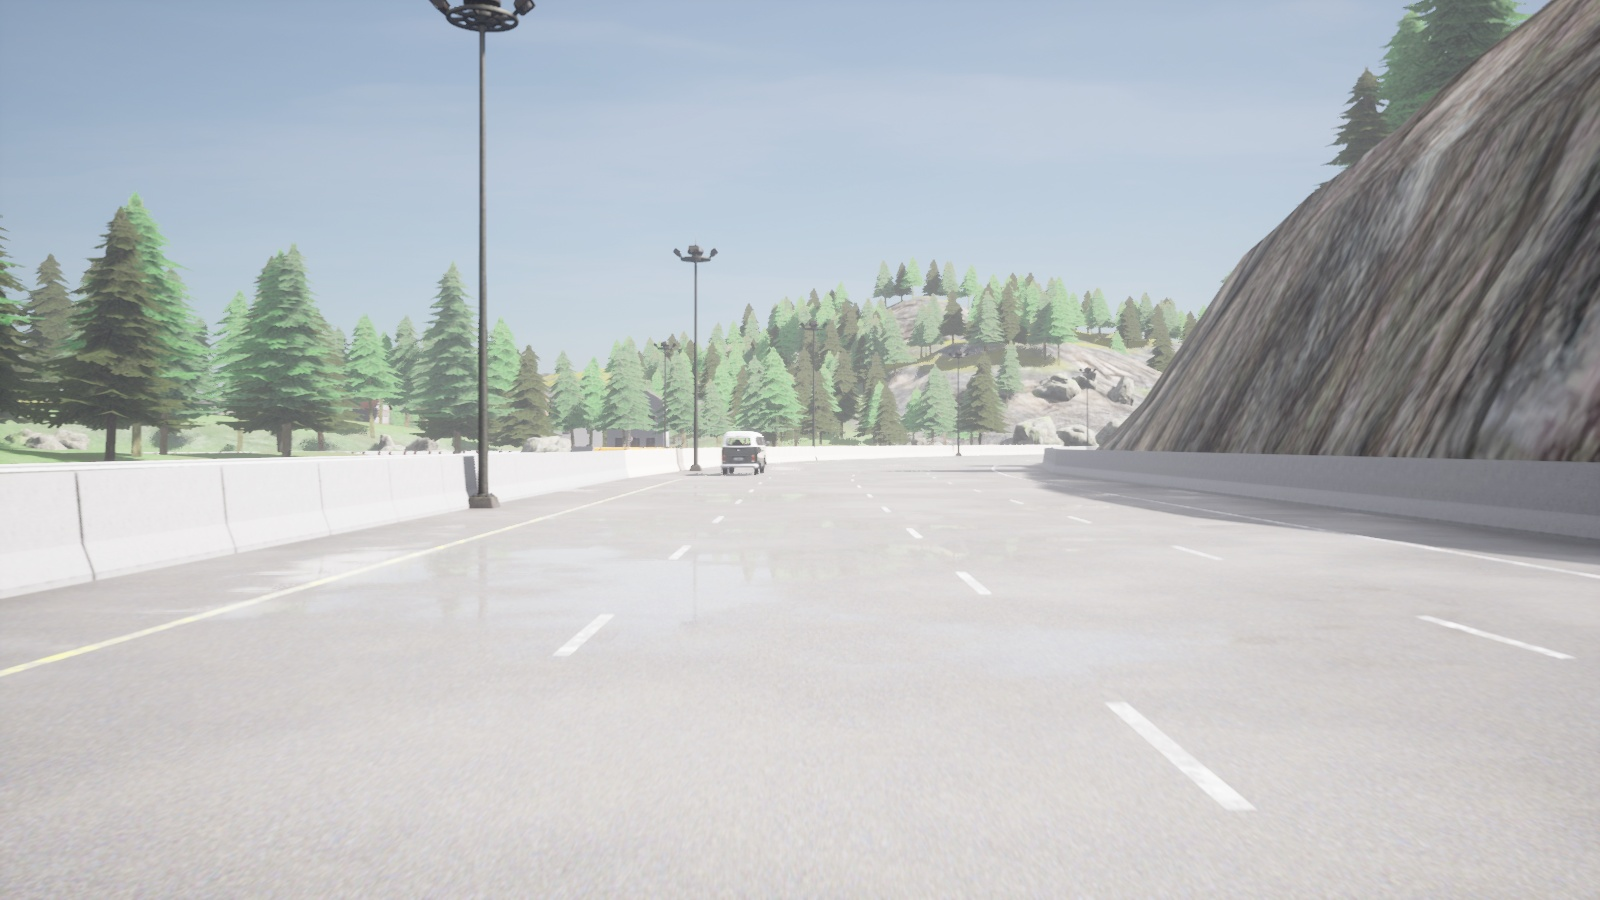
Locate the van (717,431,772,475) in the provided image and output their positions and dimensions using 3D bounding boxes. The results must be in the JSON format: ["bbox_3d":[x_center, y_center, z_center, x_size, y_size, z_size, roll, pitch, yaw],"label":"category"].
[{"bbox_3d":[-2.624,0.129,60.015,2.069,2.038,4.480,0,0,5],"label":"van"}]
